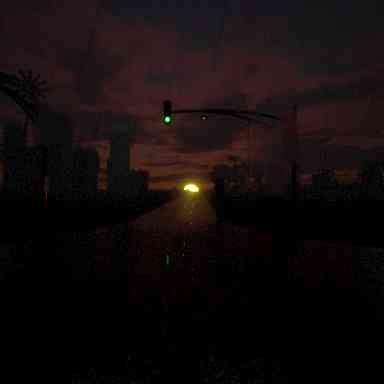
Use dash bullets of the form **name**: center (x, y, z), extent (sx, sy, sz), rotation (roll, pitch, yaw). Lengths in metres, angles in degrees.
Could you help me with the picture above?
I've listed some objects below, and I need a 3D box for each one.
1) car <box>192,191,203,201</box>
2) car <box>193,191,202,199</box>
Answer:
- **car**: center (0.982, 0.821, 58.447), extent (2.033, 1.411, 5.357), rotation (0, 1, 1)
- **car**: center (1.164, 0.661, 68.866), extent (1.837, 1.490, 4.892), rotation (0, 1, 1)
